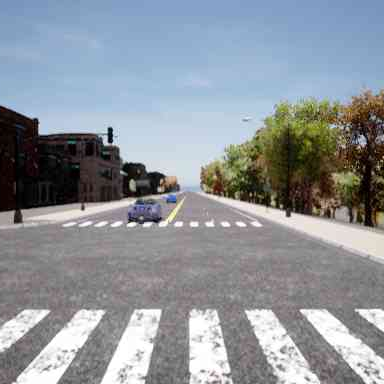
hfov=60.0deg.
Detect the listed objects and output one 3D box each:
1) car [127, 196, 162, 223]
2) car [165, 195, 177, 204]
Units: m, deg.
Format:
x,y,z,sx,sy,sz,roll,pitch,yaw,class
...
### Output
x,y,z,sx,sy,sz,roll,pitch,yaw,class
-3.345,1.187,24.192,2.097,1.767,4.553,0,0,0,car
-3.559,1.238,57.666,1.882,1.535,5.008,0,1,0,car
